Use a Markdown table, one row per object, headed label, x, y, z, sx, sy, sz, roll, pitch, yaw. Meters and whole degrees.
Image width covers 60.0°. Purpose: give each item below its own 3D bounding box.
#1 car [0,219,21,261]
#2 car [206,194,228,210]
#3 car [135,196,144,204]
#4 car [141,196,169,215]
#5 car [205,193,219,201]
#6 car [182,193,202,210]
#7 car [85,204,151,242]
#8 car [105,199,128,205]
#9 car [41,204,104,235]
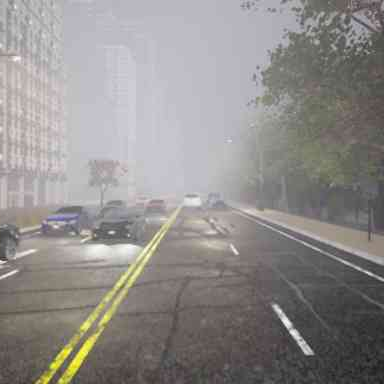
| label | x | y | z | sx | sy | sz | roll | pitch | yaw |
| --- | --- | --- | --- | --- | --- | --- | --- | --- | --- |
| car | -6.608 | 1.433 | 9.122 | 2.128 | 1.511 | 4.902 | 0 | 0 | 0 |
| car | 3.229 | 1.403 | 40.499 | 2.128 | 1.511 | 4.902 | 0 | 0 | 0 |
| car | -6.522 | 1.340 | 45.085 | 1.882 | 1.535 | 5.008 | 0 | 0 | 0 |
| car | -3.351 | 1.378 | 32.280 | 1.882 | 1.535 | 5.008 | 0 | 0 | 0 |
| car | 3.226 | 1.111 | 50.923 | 2.150 | 2.045 | 5.566 | 0 | 0 | 0 |
| car | -0.018 | 1.118 | 40.527 | 2.150 | 2.045 | 5.566 | 0 | 0 | 0 |
| car | -3.354 | 1.503 | 15.936 | 1.994 | 1.385 | 4.181 | 0 | 0 | 0 |
| car | -6.593 | 1.398 | 28.946 | 1.837 | 1.490 | 4.892 | 0 | 0 | 0 |
| car | -6.608 | 1.443 | 18.513 | 1.812 | 1.442 | 4.674 | 0 | 0 | 0 |
